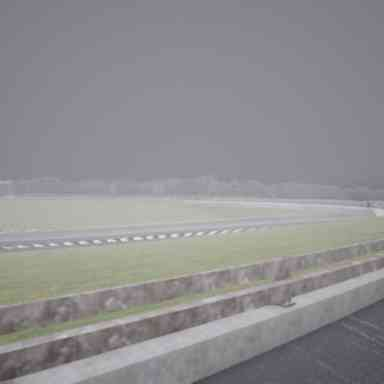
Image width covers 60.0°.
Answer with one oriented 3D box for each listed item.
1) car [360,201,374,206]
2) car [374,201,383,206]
[{"bbox_3d":[43.157,2.822,81.921,1.994,1.385,4.181,0,-1,-2],"label":"car"},{"bbox_3d":[46.616,2.755,79.941,1.837,1.490,4.892,0,-1,1],"label":"car"}]
